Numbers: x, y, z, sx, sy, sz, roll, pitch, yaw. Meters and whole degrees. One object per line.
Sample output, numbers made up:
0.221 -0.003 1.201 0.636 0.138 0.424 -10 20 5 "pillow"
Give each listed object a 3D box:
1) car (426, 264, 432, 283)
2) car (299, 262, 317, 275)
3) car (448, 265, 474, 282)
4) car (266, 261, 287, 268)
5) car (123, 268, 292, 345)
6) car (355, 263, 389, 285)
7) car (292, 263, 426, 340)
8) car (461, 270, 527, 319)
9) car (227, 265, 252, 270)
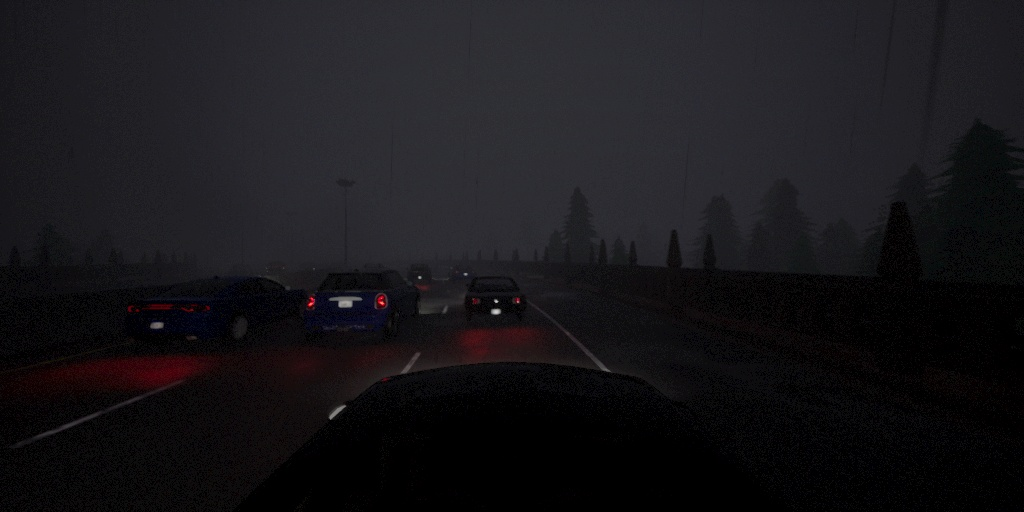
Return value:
-7.502 1.351 28.908 1.837 1.490 4.892 0 0 -16 "car"
-25.490 1.552 44.931 1.812 1.442 4.674 0 0 -29 "car"
-4.163 1.395 29.871 1.994 1.385 4.181 0 0 -16 "car"
-29.789 1.416 45.366 2.097 1.767 4.553 0 0 -30 "car"
-7.450 1.270 9.781 1.882 1.535 5.008 0 0 -5 "car"
-11.139 1.357 28.904 2.128 1.511 4.902 0 0 -16 "car"
-4.010 1.132 10.361 2.097 1.767 4.553 0 0 -5 "car"
-0.721 1.373 12.883 1.895 1.301 4.718 0 0 -6 "car"
-31.908 1.664 42.120 1.895 1.301 4.718 0 0 -29 "car"
